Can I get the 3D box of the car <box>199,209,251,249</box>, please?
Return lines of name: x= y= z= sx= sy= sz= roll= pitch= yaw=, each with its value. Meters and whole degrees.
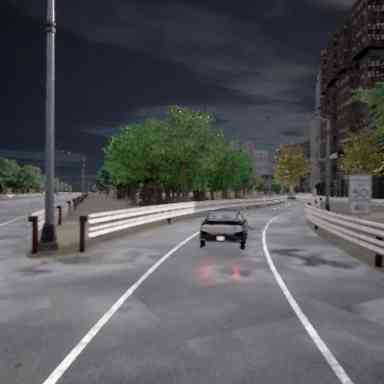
car: x=1.516 y=1.498 z=14.683 sx=2.128 sy=1.511 sz=4.902 roll=0 pitch=0 yaw=11
